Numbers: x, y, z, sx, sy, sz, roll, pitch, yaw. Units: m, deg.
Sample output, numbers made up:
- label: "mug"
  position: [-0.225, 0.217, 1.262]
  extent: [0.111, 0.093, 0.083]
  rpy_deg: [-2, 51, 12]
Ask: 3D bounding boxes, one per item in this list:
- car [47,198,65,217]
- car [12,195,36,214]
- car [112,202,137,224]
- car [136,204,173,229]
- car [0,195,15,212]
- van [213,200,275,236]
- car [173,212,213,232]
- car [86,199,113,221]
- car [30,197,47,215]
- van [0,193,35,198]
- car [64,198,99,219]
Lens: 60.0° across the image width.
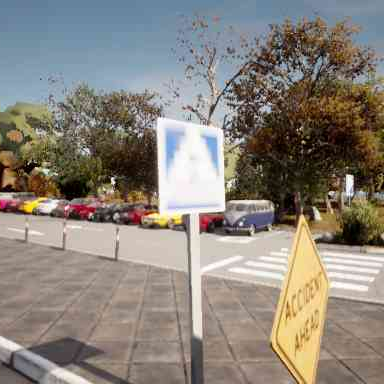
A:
- label: "car"
  position: [-10.057, 1.329, 29.938]
  extent: [2.185, 1.767, 4.553]
  rpy_deg: [1, 1, 35]
- label: "car"
  position: [-14.603, 1.369, 33.127]
  extent: [2.097, 1.535, 5.008]
  rpy_deg: [1, 1, 35]
- label: "car"
  position: [-3.277, 1.614, 25.113]
  extent: [2.163, 1.488, 4.792]
  rpy_deg: [1, 1, 35]
- label: "car"
  position: [-1.141, 1.625, 23.330]
  extent: [1.946, 1.575, 5.366]
  rpy_deg: [1, 1, 35]
- label: "car"
  position: [-16.866, 1.368, 34.738]
  extent: [2.002, 1.452, 4.674]
  rpy_deg: [1, 1, 35]
- label: "van"
  position: [3.425, 1.490, 20.167]
  extent: [1.878, 1.987, 4.442]
  rpy_deg: [1, 1, 35]
- label: "car"
  position: [1.247, 1.701, 21.896]
  extent: [2.163, 1.488, 4.792]
  rpy_deg: [1, 1, 35]
- label: "car"
  position: [-5.558, 1.542, 26.692]
  extent: [2.231, 1.521, 4.892]
  rpy_deg: [1, 1, 35]
- label: "car"
  position: [-12.340, 1.452, 31.521]
  extent: [2.002, 1.452, 4.674]
  rpy_deg: [1, 1, 35]
- label: "van"
  position: [-19.054, 1.060, 36.441]
  extent: [1.878, 1.987, 4.442]
  rpy_deg: [1, 1, 35]
- label: "car"
  position: [-7.812, 1.497, 28.310]
  extent: [2.097, 1.535, 5.008]
  rpy_deg: [1, 1, 35]
